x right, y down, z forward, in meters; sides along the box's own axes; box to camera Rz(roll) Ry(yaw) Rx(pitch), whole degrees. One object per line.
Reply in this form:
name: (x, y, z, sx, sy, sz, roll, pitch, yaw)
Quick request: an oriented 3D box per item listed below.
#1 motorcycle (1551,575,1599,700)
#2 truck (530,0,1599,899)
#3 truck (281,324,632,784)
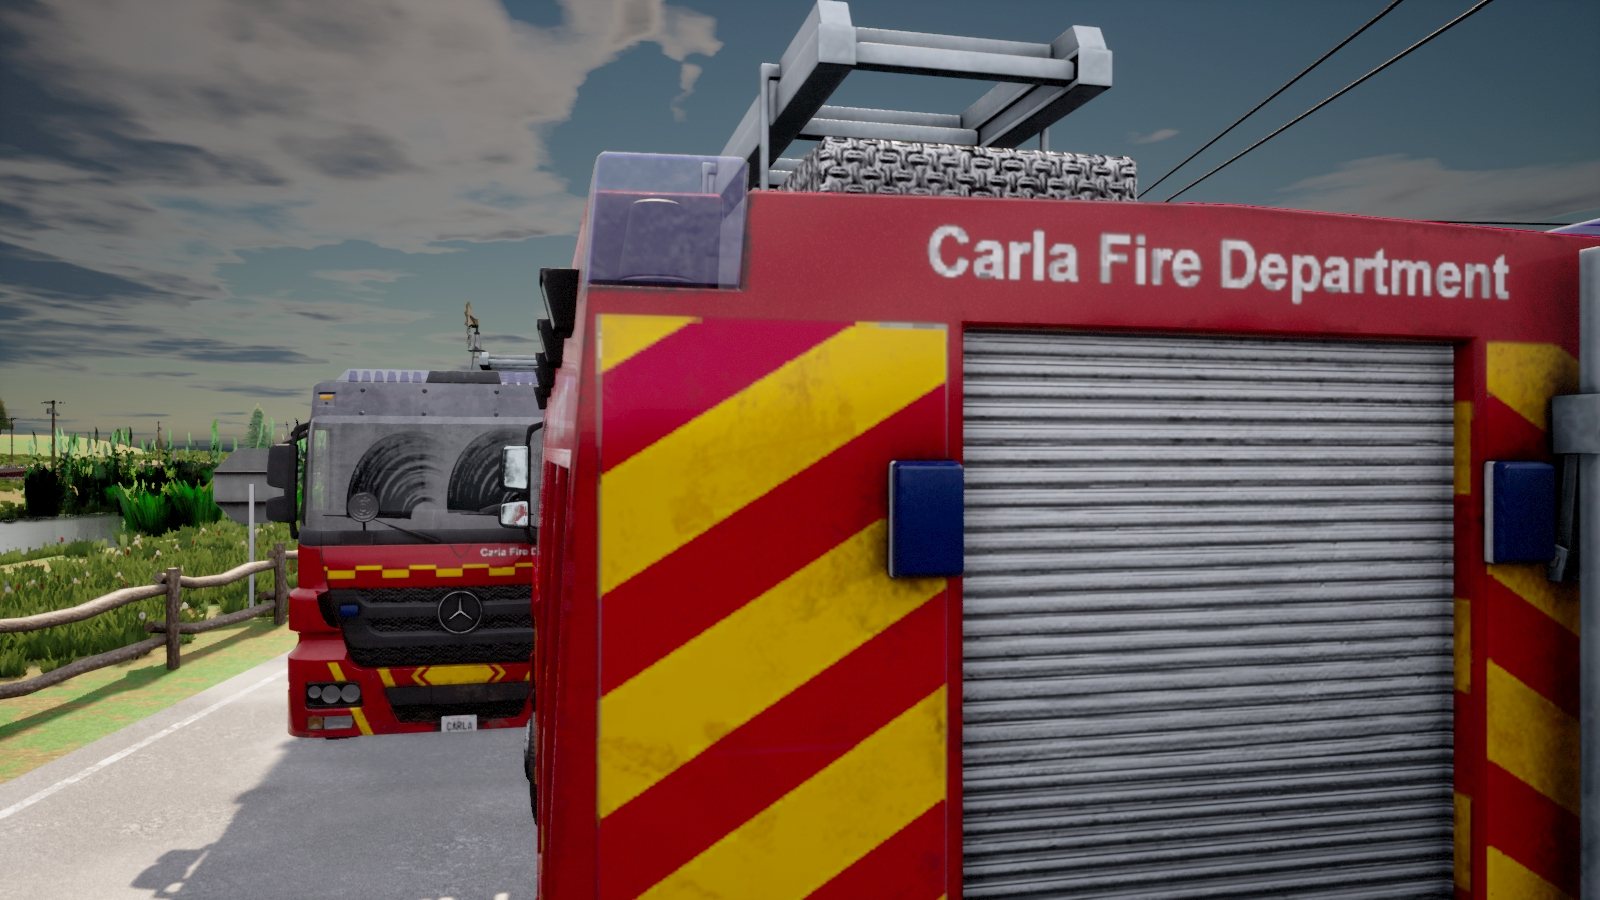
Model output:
motorcycle: (9.815, 2.142, 13.181, 1.805, 1.316, 0.856, 0, 0, -7)
truck: (-0.136, 0.866, 6.870, 2.891, 3.827, 8.468, 0, 0, -13)
truck: (-3.885, 0.862, 13.972, 2.891, 3.827, 8.468, 0, 0, -13)
